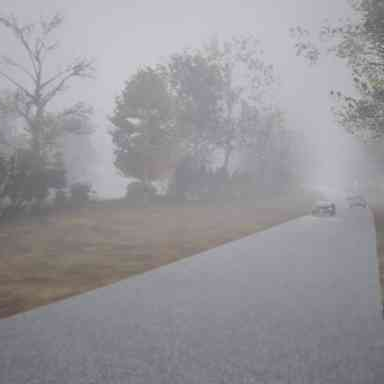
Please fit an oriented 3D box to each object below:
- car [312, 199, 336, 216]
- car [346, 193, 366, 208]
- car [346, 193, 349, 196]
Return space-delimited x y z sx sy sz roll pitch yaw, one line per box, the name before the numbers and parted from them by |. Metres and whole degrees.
car | 12.719 1.454 31.920 1.812 1.442 4.674 1 1 28
car | 21.504 1.277 43.255 2.033 1.411 5.357 0 1 25
car | 26.772 0.829 55.484 1.895 1.301 4.718 0 3 21
